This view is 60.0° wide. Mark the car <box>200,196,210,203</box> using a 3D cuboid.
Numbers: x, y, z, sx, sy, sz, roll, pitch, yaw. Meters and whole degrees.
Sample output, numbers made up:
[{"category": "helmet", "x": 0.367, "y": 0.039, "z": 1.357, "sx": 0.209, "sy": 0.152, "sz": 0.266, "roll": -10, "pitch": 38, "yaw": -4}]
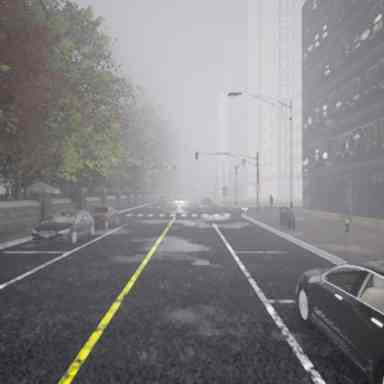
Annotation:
[{"category": "car", "x": 2.695, "y": 1.519, "z": 70.096, "sx": 1.947, "sy": 1.339, "sz": 4.313, "roll": 0, "pitch": 0, "yaw": 0}]

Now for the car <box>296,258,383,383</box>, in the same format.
[{"category": "car", "x": 2.692, "y": 1.545, "z": 4.299, "sx": 2.008, "sy": 1.369, "sz": 4.403, "roll": 0, "pitch": 0, "yaw": 0}]

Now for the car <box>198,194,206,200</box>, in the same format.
[{"category": "car", "x": 2.696, "y": 1.399, "z": 92.626, "sx": 1.967, "sy": 1.590, "sz": 4.097, "roll": 0, "pitch": 0, "yaw": 0}]

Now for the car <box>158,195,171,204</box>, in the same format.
[{"category": "car", "x": -5.686, "y": 1.536, "z": 64.464, "sx": 1.802, "sy": 1.307, "sz": 4.206, "roll": 0, "pitch": 0, "yaw": 0}]

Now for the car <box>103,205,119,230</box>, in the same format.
[{"category": "car", "x": -5.816, "y": 1.521, "z": 20.913, "sx": 1.887, "sy": 1.381, "sz": 4.507, "roll": 0, "pitch": 0, "yaw": 0}]

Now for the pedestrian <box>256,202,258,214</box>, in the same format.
[{"category": "pedestrian", "x": 6.136, "y": 1.480, "z": 31.386, "sx": 0.500, "sy": 1.100, "sz": 0.500, "roll": 0, "pitch": 0, "yaw": 0}]

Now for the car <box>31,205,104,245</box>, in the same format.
[{"category": "car", "x": -5.765, "y": 1.533, "z": 15.373, "sx": 2.008, "sy": 1.369, "sz": 4.403, "roll": 0, "pitch": 0, "yaw": 0}]

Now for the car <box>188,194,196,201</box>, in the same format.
[{"category": "car", "x": 0.004, "y": 1.543, "z": 86.147, "sx": 1.895, "sy": 1.301, "sz": 4.718, "roll": 0, "pitch": 0, "yaw": 0}]

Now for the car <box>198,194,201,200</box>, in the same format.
[{"category": "car", "x": 2.694, "y": 1.519, "z": 64.464, "sx": 1.947, "sy": 1.339, "sz": 4.313, "roll": 0, "pitch": 0, "yaw": 0}]

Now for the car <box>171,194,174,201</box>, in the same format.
[{"category": "car", "x": -5.685, "y": 1.394, "z": 75.729, "sx": 1.967, "sy": 1.590, "sz": 4.097, "roll": 0, "pitch": 0, "yaw": 0}]

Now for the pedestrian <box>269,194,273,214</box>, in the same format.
[{"category": "pedestrian", "x": 7.136, "y": 1.072, "z": 30.187, "sx": 0.375, "sy": 1.860, "sz": 0.375, "roll": 0, "pitch": 0, "yaw": 0}]

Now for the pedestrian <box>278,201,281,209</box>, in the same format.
[{"category": "pedestrian", "x": 8.137, "y": 1.376, "z": 30.786, "sx": 0.500, "sy": 1.100, "sz": 0.500, "roll": 0, "pitch": 0, "yaw": 0}]

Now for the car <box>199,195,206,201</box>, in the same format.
[{"category": "car", "x": 2.696, "y": 1.501, "z": 86.994, "sx": 1.887, "sy": 1.381, "sz": 4.507, "roll": 0, "pitch": 0, "yaw": 0}]

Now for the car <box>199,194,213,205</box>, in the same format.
[{"category": "car", "x": 2.694, "y": 1.521, "z": 58.831, "sx": 1.947, "sy": 1.339, "sz": 4.313, "roll": 0, "pitch": 0, "yaw": 0}]

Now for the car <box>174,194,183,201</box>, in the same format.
[{"category": "car", "x": -2.996, "y": 1.479, "z": 78.669, "sx": 2.128, "sy": 1.511, "sz": 4.902, "roll": 0, "pitch": 0, "yaw": 0}]

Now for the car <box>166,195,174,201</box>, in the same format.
[{"category": "car", "x": -5.684, "y": 1.482, "z": 86.824, "sx": 1.752, "sy": 1.417, "sz": 4.829, "roll": 0, "pitch": 0, "yaw": 0}]
